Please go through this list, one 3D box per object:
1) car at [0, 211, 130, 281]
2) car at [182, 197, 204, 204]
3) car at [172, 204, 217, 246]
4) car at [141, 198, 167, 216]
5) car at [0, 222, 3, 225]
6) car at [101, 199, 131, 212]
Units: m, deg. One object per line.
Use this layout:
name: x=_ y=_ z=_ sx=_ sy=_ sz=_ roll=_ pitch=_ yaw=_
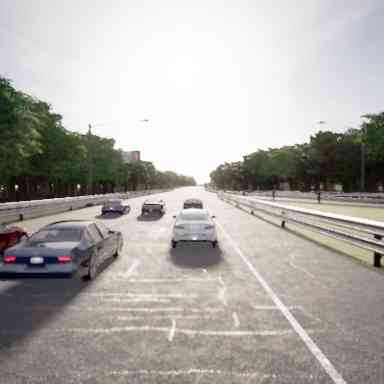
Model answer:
car: x=-3.399 y=1.527 z=9.792 sx=2.033 sy=1.411 sz=5.357 roll=0 pitch=0 yaw=0
car: x=0.101 y=1.221 z=31.633 sx=1.882 sy=1.535 sz=5.008 roll=0 pitch=1 yaw=0
car: x=0.100 y=1.474 z=14.812 sx=1.812 sy=1.442 sz=4.674 roll=0 pitch=0 yaw=0
car: x=-3.399 y=1.262 z=30.008 sx=2.128 sy=1.511 sz=4.902 roll=0 pitch=1 yaw=0
car: x=-6.899 y=1.456 z=10.170 sx=1.882 sy=1.535 sz=5.008 roll=0 pitch=0 yaw=0
car: x=-6.899 y=1.327 z=30.522 sx=1.994 sy=1.385 sz=4.181 roll=0 pitch=1 yaw=0
